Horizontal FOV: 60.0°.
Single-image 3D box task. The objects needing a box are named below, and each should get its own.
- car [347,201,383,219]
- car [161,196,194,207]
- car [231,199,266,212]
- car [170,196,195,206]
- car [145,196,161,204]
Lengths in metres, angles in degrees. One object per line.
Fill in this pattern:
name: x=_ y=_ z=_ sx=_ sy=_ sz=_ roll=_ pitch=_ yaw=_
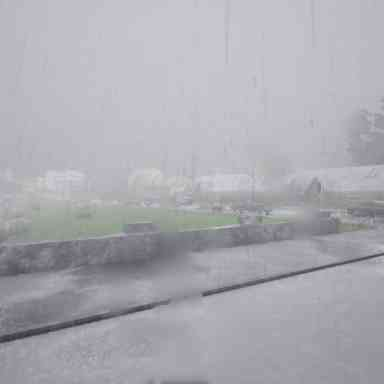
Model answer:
car: x=15.128 y=1.505 z=26.855 sx=1.837 sy=1.490 sz=4.892 roll=0 pitch=0 yaw=-35
car: x=-2.108 y=1.548 z=51.133 sx=2.033 sy=1.411 sz=5.357 roll=0 pitch=0 yaw=-35
car: x=6.560 y=1.564 z=38.923 sx=1.994 sy=1.385 sz=4.181 roll=0 pitch=0 yaw=-36
car: x=-1.664 y=1.478 z=57.614 sx=1.882 sy=1.535 sz=5.008 roll=0 pitch=0 yaw=-35
car: x=-7.588 y=1.478 z=65.849 sx=1.882 sy=1.535 sz=5.008 roll=0 pitch=0 yaw=-35
